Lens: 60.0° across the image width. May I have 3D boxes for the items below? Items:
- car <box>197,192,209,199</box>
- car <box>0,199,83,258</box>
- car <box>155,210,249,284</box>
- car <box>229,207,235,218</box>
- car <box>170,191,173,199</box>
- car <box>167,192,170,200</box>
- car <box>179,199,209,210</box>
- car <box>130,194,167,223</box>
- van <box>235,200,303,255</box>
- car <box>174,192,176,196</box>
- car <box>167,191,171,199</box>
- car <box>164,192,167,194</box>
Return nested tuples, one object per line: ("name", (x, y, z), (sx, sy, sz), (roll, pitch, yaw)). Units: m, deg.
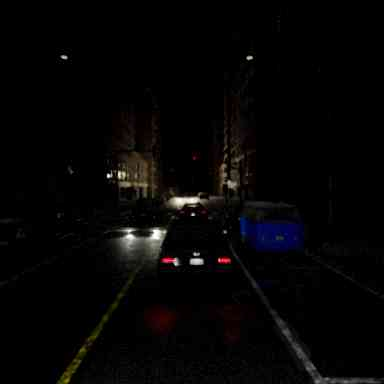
("car", (2.722, 0.917, 72.650), (1.967, 1.590, 4.097), (0, 0, 0))
("car", (-5.692, 1.228, 12.558), (2.192, 1.841, 5.009), (0, 0, 0))
("car", (0.083, 1.483, 9.448), (2.033, 1.411, 5.357), (0, 0, 0))
("car", (2.823, 1.439, 18.276), (1.947, 1.339, 4.313), (0, 0, 0))
("car", (-5.802, 1.022, 72.599), (1.887, 1.381, 4.507), (0, 0, 0))
("car", (-5.782, 1.102, 61.698), (2.008, 1.369, 4.403), (0, 0, 0))
("car", (0.059, 1.401, 23.200), (1.994, 1.385, 4.181), (0, 0, 0))
("car", (-3.042, 1.122, 23.060), (1.882, 1.535, 5.008), (0, 0, 0))
("van", (2.833, 1.254, 12.614), (1.690, 1.788, 3.998), (0, 0, 0))
("car", (-5.822, 0.956, 83.501), (2.008, 1.369, 4.403), (0, 0, 0))
("car", (-5.792, 1.059, 67.149), (1.887, 1.381, 4.507), (0, 0, 0))
("car", (-5.772, 1.117, 56.077), (1.752, 1.417, 4.829), (0, 0, 0))
